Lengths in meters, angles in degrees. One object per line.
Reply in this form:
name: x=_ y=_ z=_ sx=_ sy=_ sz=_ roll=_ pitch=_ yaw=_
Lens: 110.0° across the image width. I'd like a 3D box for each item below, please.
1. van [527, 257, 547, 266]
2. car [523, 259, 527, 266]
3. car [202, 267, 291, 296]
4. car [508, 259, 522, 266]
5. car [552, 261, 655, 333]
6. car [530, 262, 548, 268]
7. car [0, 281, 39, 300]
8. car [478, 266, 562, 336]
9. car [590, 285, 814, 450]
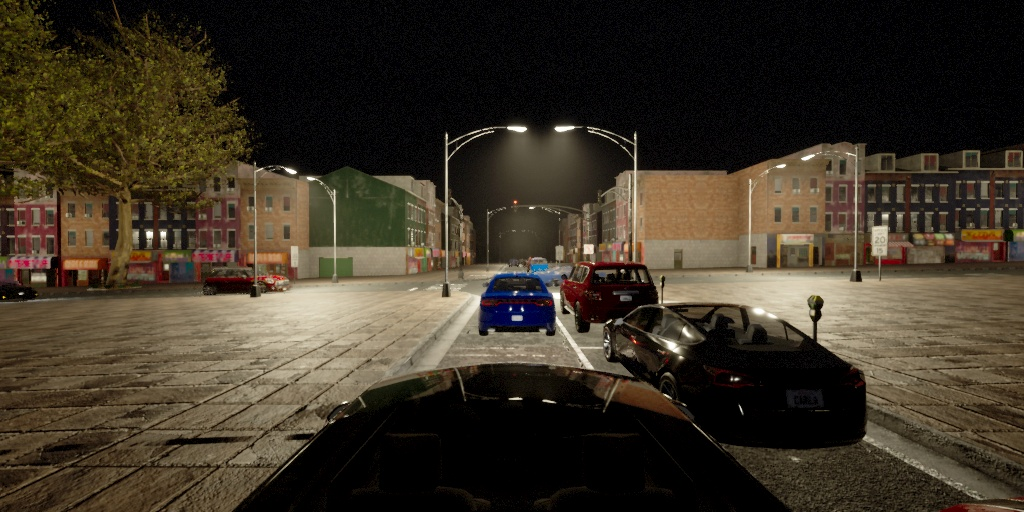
van: x=2.760 y=1.104 z=37.056 sx=1.690 sy=1.789 sz=3.998 roll=0 pitch=0 yaw=0
car: x=2.779 y=1.084 z=42.462 sx=2.192 sy=1.841 sz=5.009 roll=0 pitch=0 yaw=0
car: x=-16.522 y=1.539 z=22.489 sx=4.553 sy=1.767 sz=2.097 roll=-2 pitch=1 yaw=0
car: x=0.324 y=1.405 z=63.686 sx=1.895 sy=1.301 sz=4.718 roll=0 pitch=0 yaw=0
car: x=2.666 y=1.064 z=10.695 sx=2.192 sy=1.841 sz=5.009 roll=0 pitch=0 yaw=0
car: x=3.998 y=1.255 z=22.447 sx=5.357 sy=1.411 sz=2.033 roll=-2 pitch=1 yaw=0
car: x=-32.839 y=2.257 z=22.556 sx=4.181 sy=1.385 sz=1.994 roll=-2 pitch=1 yaw=1
car: x=0.144 y=1.227 z=10.419 sx=1.882 sy=1.535 sz=5.008 roll=0 pitch=0 yaw=1
car: x=2.646 y=1.315 z=5.293 sx=1.948 sy=1.339 sz=4.313 roll=0 pitch=0 yaw=0
